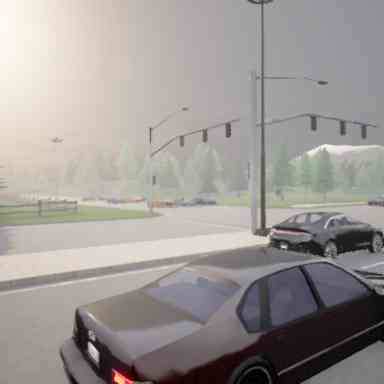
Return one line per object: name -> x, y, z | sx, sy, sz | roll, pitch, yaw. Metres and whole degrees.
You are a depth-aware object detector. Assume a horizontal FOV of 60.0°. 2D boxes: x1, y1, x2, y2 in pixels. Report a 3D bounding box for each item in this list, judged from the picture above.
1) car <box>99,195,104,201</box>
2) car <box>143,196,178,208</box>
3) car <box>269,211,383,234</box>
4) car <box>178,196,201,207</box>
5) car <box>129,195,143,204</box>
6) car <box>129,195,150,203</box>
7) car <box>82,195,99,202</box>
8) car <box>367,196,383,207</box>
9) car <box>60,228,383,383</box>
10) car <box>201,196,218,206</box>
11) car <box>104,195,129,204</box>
car -> -19.354, 1.293, 73.222 | 1.812, 1.442, 4.674 | 0, 0, -35
car -> -4.370, 1.336, 45.547 | 1.882, 1.535, 5.008 | 0, 0, -35
car -> 4.756, 1.427, 11.486 | 4.902, 1.511, 2.128 | -1, 0, -36
car -> -1.286, 1.438, 47.247 | 1.895, 1.301, 4.718 | 0, 0, -35
car -> -10.809, 1.313, 60.928 | 1.882, 1.535, 5.008 | 0, 0, -34
car -> -10.494, 1.361, 66.667 | 2.033, 1.411, 5.357 | 0, 0, -35
car -> -22.011, 1.349, 70.915 | 1.994, 1.385, 4.181 | 0, 0, -35
car -> 26.030, 1.254, 45.445 | 5.357, 1.411, 2.033 | 0, 0, -36
car -> 1.122, 1.526, 4.576 | 5.357, 1.411, 2.033 | 0, 0, -36
car -> 1.484, 1.363, 49.397 | 2.033, 1.411, 5.357 | 0, 0, -35
car -> -13.366, 1.382, 58.460 | 1.812, 1.442, 4.674 | 0, 0, -35
